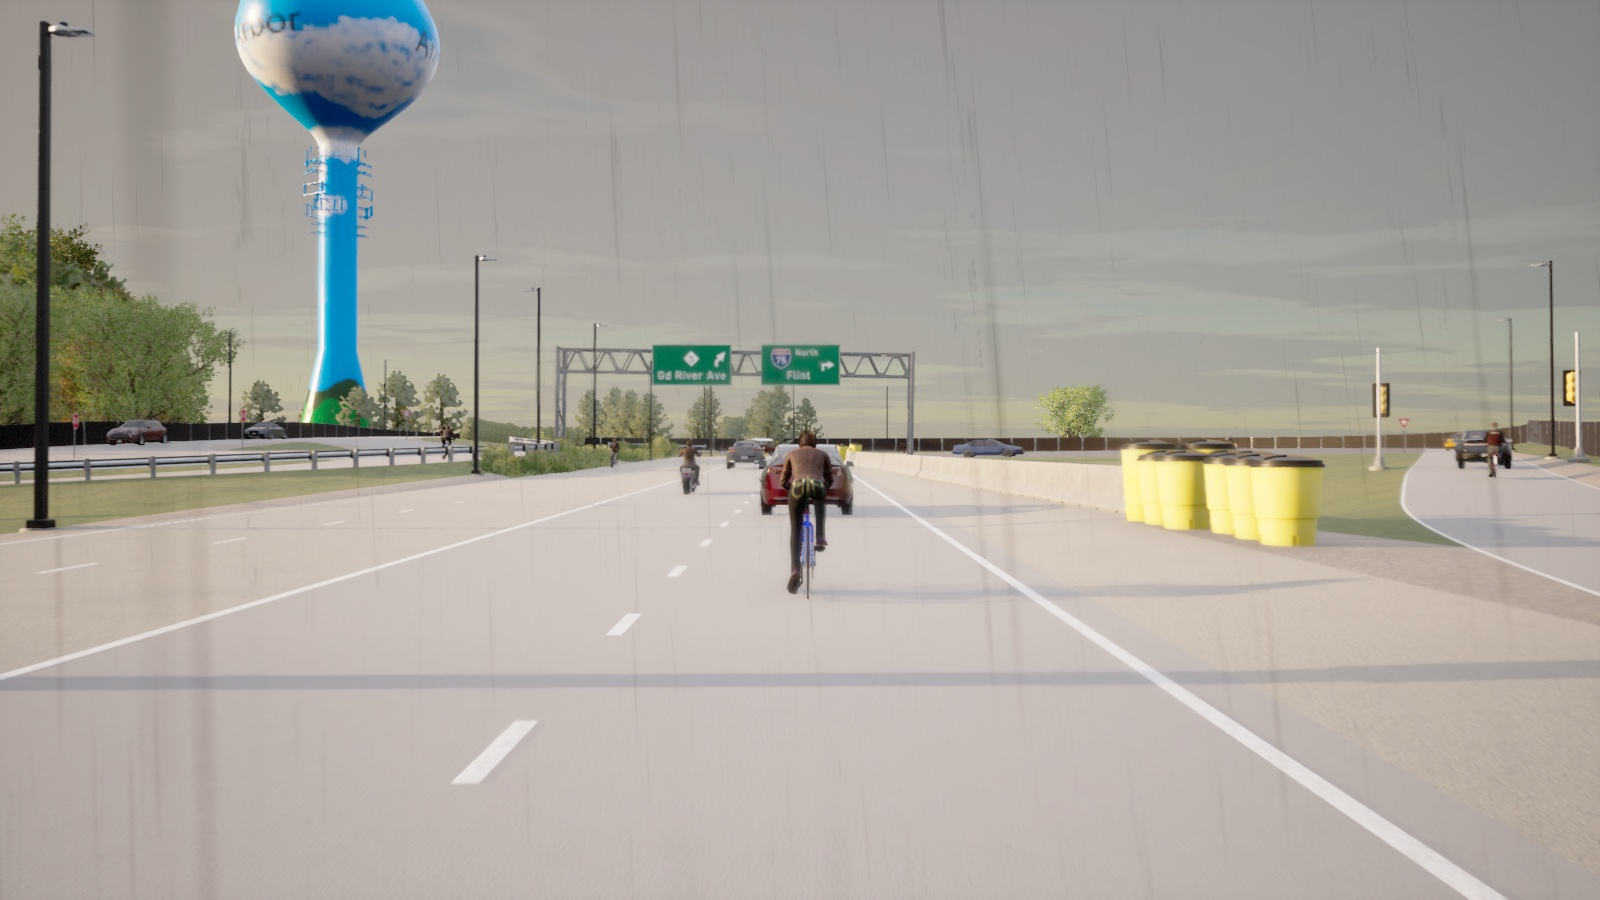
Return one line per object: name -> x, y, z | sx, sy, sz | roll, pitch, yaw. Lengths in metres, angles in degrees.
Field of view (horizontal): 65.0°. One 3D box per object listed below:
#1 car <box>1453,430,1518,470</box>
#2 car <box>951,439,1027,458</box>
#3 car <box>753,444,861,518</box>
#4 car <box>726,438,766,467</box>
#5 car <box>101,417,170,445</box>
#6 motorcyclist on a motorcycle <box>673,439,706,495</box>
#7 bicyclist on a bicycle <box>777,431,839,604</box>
car -> 27.129, -0.040, 49.789 | 2.128, 1.511, 4.902 | 0, 1, 27
car -> 14.246, -0.085, 94.530 | 5.357, 1.411, 2.033 | -1, -1, 18
car -> 0.150, 0.604, 27.689 | 2.163, 1.488, 4.792 | 0, 0, 0
car -> -3.128, 0.109, 73.773 | 2.152, 1.651, 5.027 | 0, 0, 0
car -> -43.755, -1.274, 82.810 | 2.097, 1.767, 4.553 | 0, 2, 0
motorcyclist on a motorcycle -> -3.302, 0.497, 37.759 | 0.766, 1.649, 2.350 | 0, 0, 0
bicyclist on a bicycle -> 0.078, 0.634, 12.615 | 0.582, 1.620, 1.656 | 0, 0, 0
